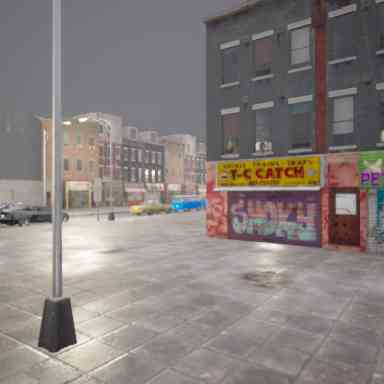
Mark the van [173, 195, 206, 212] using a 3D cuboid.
[{"bbox_3d":[-0.464,1.245,35.896,1.690,1.788,3.998,0,0,35],"label":"van"}]

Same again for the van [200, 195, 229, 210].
[{"bbox_3d":[2.824,1.230,40.503,1.690,1.788,3.998,0,0,35],"label":"van"}]

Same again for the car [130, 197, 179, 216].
[{"bbox_3d":[-3.654,1.444,31.428,1.752,1.417,4.829,0,0,35],"label":"car"}]

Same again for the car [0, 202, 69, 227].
[{"bbox_3d":[-10.331,1.518,22.077,1.947,1.339,4.313,0,0,35],"label":"car"}]
